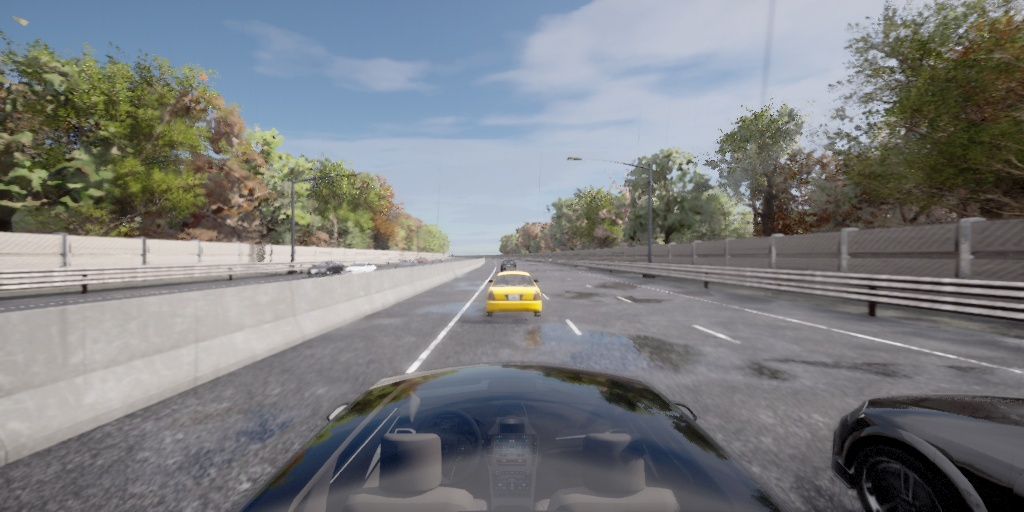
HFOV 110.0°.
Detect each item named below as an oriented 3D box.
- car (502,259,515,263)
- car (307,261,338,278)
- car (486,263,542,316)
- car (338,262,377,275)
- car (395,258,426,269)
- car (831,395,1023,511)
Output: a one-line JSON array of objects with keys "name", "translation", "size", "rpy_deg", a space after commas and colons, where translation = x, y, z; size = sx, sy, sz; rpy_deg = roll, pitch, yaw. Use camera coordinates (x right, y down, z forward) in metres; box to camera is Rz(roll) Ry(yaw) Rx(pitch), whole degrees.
[{"name": "car", "translation": [-0.444, 1.196, 44.357], "size": [2.033, 1.649, 4.856], "rpy_deg": [0, 0, -1]}, {"name": "car", "translation": [-17.929, 1.253, 34.798], "size": [2.128, 1.511, 4.902], "rpy_deg": [0, 0, -1]}, {"name": "car", "translation": [0.047, 1.211, 13.238], "size": [1.801, 1.575, 5.366], "rpy_deg": [0, 0, 0]}, {"name": "car", "translation": [-14.422, 1.287, 34.365], "size": [1.812, 1.442, 4.674], "rpy_deg": [0, 0, -1]}, {"name": "car", "translation": [-10.989, 1.254, 37.932], "size": [2.128, 1.511, 4.902], "rpy_deg": [0, 0, -1]}, {"name": "car", "translation": [3.592, 1.313, 1.161], "size": [1.994, 1.385, 4.181], "rpy_deg": [0, 0, 0]}]
